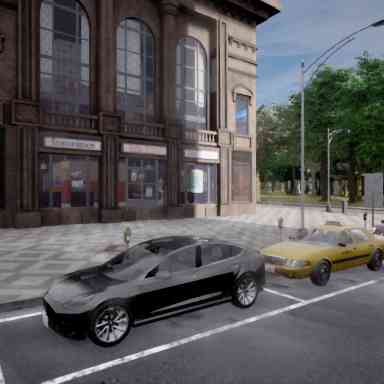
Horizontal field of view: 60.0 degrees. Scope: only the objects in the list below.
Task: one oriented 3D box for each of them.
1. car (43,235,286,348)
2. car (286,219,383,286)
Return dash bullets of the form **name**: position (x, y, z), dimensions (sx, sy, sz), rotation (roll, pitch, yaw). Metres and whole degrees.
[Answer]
- **car**: position (-0.459, 1.566, 6.324), dimensions (4.313, 1.339, 1.947), rotation (0, 0, -36)
- **car**: position (3.829, 1.526, 9.384), dimensions (4.829, 1.417, 1.752), rotation (0, 0, -36)
